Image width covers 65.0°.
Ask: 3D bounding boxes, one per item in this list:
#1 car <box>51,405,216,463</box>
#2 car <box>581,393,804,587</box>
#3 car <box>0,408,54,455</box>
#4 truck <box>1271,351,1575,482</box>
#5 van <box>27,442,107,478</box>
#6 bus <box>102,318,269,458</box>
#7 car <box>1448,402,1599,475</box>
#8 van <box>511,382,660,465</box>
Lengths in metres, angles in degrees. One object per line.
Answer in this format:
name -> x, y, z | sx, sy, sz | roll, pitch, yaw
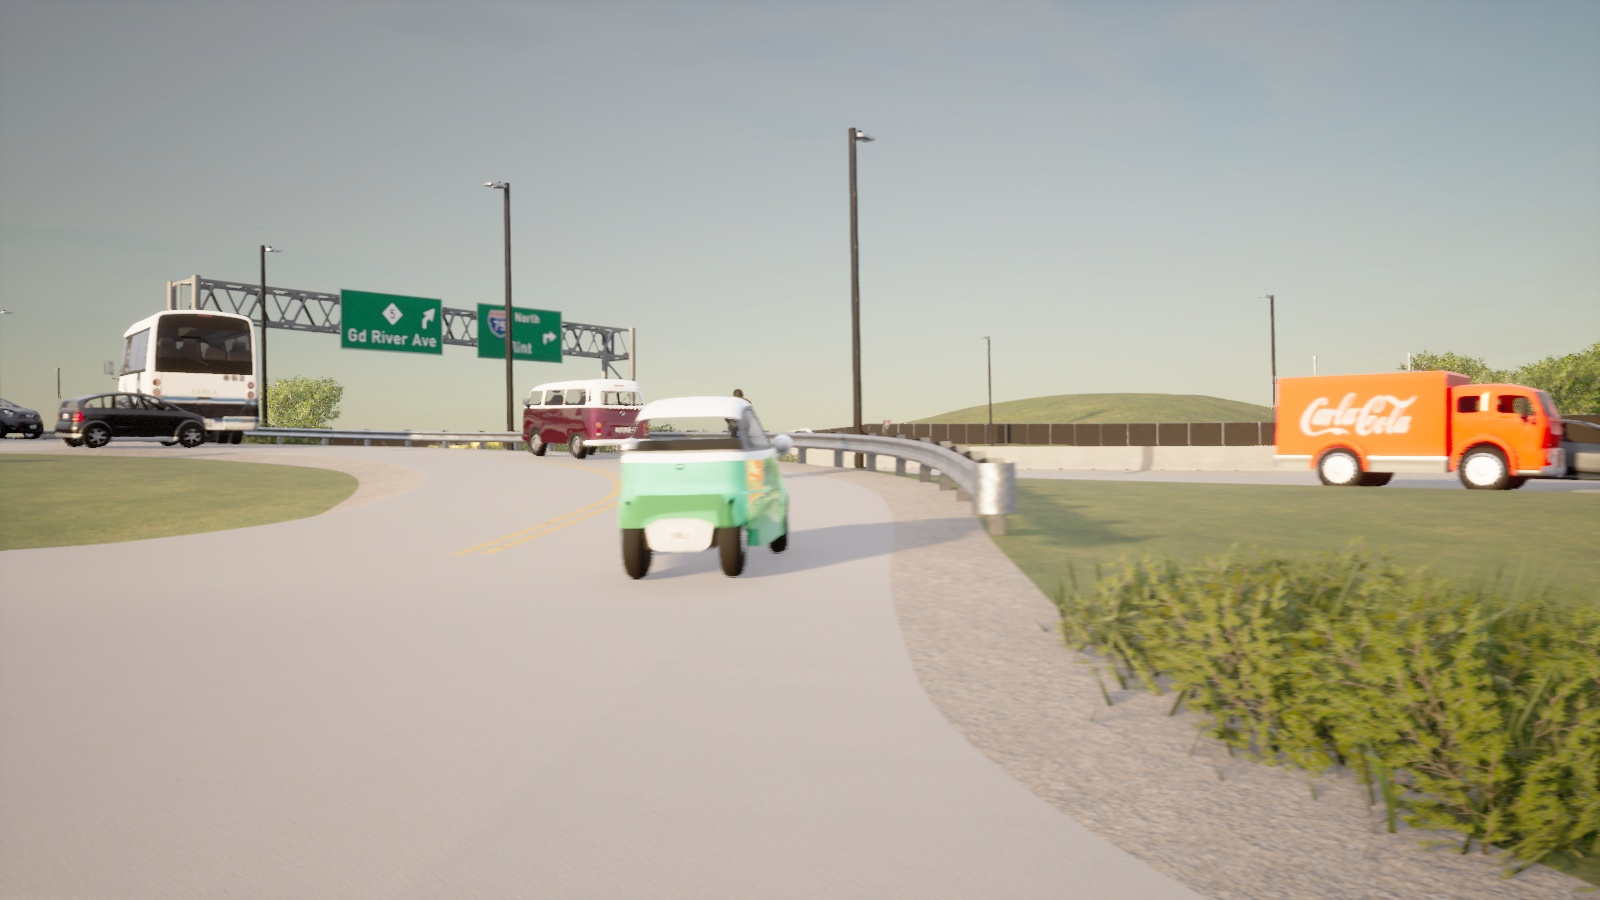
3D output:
car -> -18.731, -0.489, 35.399 | 1.789, 1.549, 3.705 | 1, 2, 41
car -> -0.792, 0.255, 10.355 | 1.481, 1.376, 2.207 | -2, 2, 3
car -> -26.951, -0.601, 41.466 | 3.633, 1.501, 1.845 | 0, 0, 9
truck -> 12.996, -0.608, 26.367 | 5.204, 2.467, 2.627 | -1, 0, 40
van -> -42.536, 0.585, 72.884 | 4.442, 1.987, 1.775 | -1, 0, 25
bus -> -21.511, -2.000, 43.543 | 3.944, 4.253, 10.273 | -1, 2, -33
car -> 16.978, -0.248, 27.593 | 4.514, 1.525, 2.007 | -1, 0, 40
van -> -5.752, -0.712, 33.233 | 2.069, 2.038, 4.480 | -1, 2, -36
